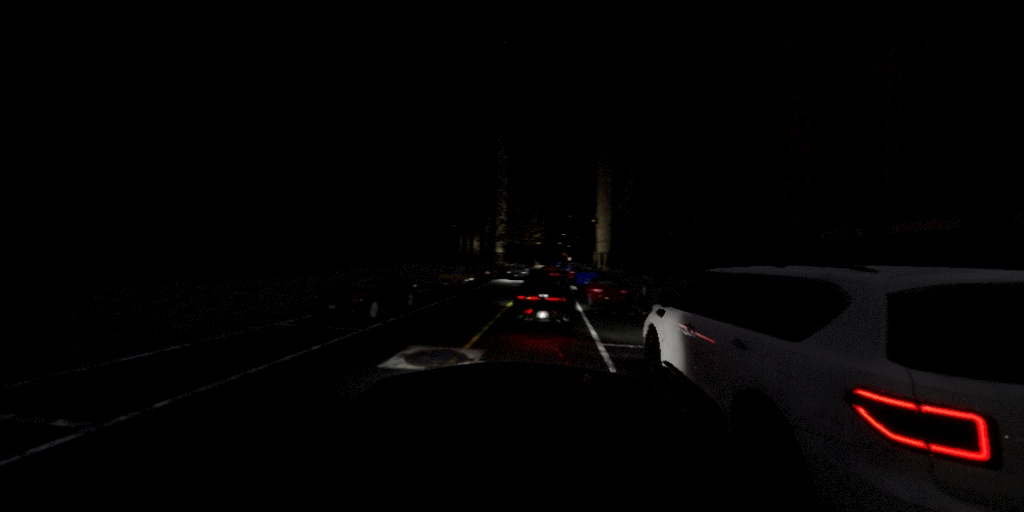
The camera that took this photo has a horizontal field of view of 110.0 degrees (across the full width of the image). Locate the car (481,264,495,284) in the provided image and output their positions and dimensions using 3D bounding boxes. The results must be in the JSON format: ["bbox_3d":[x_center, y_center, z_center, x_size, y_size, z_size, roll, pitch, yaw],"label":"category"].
[{"bbox_3d":[-2.891,1.405,28.746,1.888,1.381,4.507,0,0,7],"label":"car"}]

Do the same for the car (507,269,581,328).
[{"bbox_3d":[1.113,1.373,12.099,1.837,1.490,4.892,2,-1,7],"label":"car"}]

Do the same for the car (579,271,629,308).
[{"bbox_3d":[4.319,1.600,16.763,1.802,1.307,4.207,0,0,7],"label":"car"}]

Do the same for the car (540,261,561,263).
[{"bbox_3d":[4.665,1.719,43.531,1.882,1.535,5.008,2,-1,7],"label":"car"}]

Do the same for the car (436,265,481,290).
[{"bbox_3d":[-3.547,1.320,23.089,1.751,1.417,4.829,0,0,7],"label":"car"}]

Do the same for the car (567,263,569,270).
[{"bbox_3d":[6.873,1.825,38.713,1.888,1.381,4.507,0,0,7],"label":"car"}]

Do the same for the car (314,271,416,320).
[{"bbox_3d":[-4.800,1.210,12.281,1.888,1.381,4.507,0,0,7],"label":"car"}]

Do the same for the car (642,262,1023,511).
[{"bbox_3d":[3.236,1.110,4.261,2.150,2.045,5.566,2,0,7],"label":"car"}]

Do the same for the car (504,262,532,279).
[{"bbox_3d":[0.647,1.562,35.578,1.812,1.442,4.674,2,-1,7],"label":"car"}]

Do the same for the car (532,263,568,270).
[{"bbox_3d":[2.940,1.547,27.822,2.128,1.511,4.902,2,-1,7],"label":"car"}]

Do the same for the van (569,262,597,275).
[{"bbox_3d":[5.596,1.489,27.739,1.690,1.789,3.998,0,0,7],"label":"van"}]

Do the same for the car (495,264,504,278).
[{"bbox_3d":[-2.254,1.471,34.234,1.888,1.381,4.507,0,0,7],"label":"car"}]
